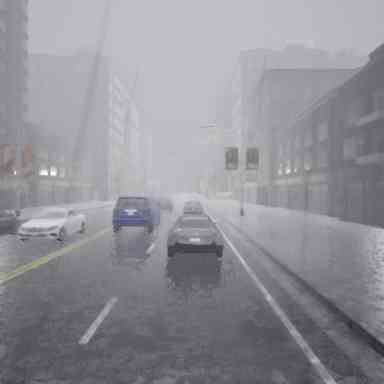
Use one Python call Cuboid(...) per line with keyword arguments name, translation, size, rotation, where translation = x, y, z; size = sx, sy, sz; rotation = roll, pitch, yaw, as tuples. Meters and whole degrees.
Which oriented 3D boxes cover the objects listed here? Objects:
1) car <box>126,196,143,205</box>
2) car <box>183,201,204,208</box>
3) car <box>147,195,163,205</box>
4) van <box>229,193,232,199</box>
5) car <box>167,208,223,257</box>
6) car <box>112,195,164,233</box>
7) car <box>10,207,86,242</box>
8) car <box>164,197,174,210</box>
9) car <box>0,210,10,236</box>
Cuboid(name="car", translation=(-9.762, 1.462, 56.781), size=(2.033, 1.411, 5.357), rotation=(0, 0, 1))
Cuboid(name="car", translation=(0.121, 1.498, 31.004), size=(2.033, 1.411, 5.357), rotation=(0, 0, 0))
Cuboid(name="car", translation=(-6.509, 1.403, 58.720), size=(2.128, 1.511, 4.902), rotation=(0, 0, 1))
Cuboid(name="van", translation=(12.220, 1.276, 91.510), size=(3.998, 1.788, 1.690), rotation=(0, 0, 1))
Cuboid(name="car", translation=(0.109, 1.543, 12.941), size=(1.994, 1.385, 4.181), rotation=(0, 0, 0))
Cuboid(name="car", translation=(-3.137, 1.190, 19.678), size=(2.150, 2.045, 5.566), rotation=(0, 0, 0))
Cuboid(name="car", translation=(-6.601, 1.500, 16.286), size=(1.812, 1.442, 4.674), rotation=(0, 0, 0))
Cuboid(name="car", translation=(-3.127, 1.294, 36.915), size=(2.097, 1.767, 4.553), rotation=(0, 0, 0))
Cuboid(name="car", translation=(-9.840, 1.539, 15.617), size=(1.994, 1.385, 4.181), rotation=(0, 0, 0))
